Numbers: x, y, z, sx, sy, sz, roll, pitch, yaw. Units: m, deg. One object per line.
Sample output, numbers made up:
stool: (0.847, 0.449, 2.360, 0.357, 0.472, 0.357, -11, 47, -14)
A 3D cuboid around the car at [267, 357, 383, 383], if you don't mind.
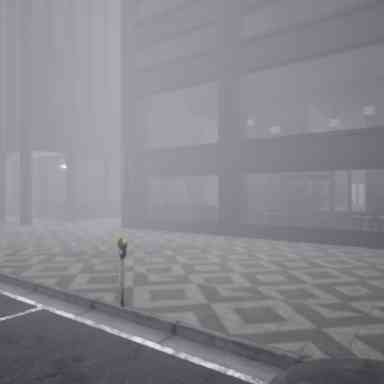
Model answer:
car: (2.271, 1.544, 1.350, 4.403, 1.369, 2.008, 0, 0, 35)
